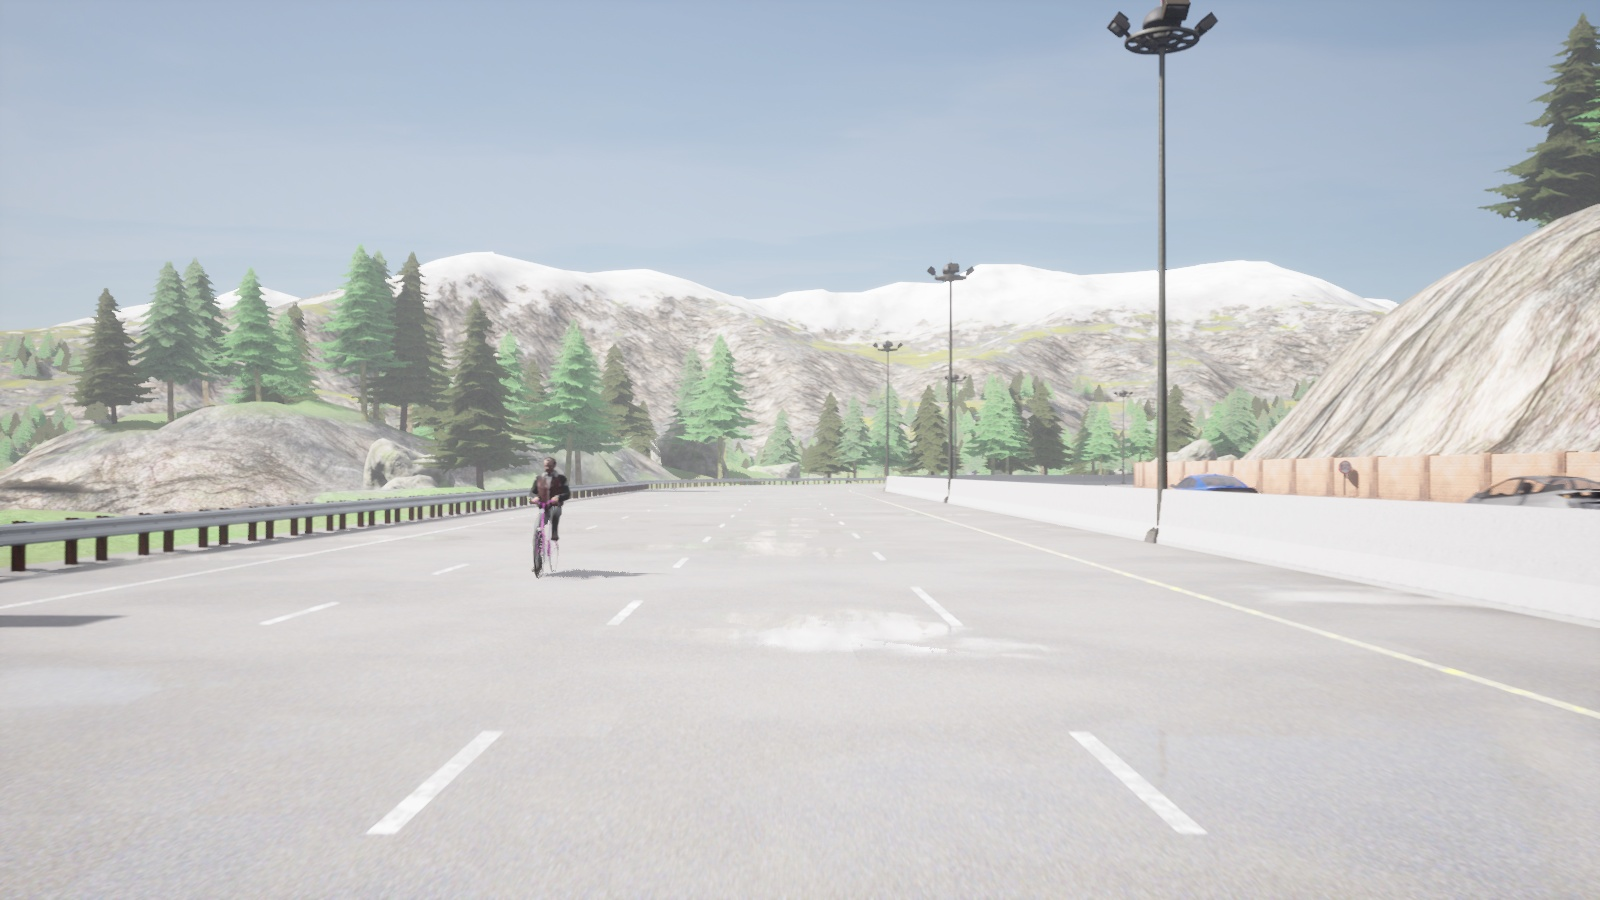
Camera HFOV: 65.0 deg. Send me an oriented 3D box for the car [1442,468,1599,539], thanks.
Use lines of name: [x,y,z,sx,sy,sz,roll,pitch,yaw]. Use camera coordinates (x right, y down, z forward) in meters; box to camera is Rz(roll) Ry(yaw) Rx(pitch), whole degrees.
car: [17.135,1.181,29.224,2.007,1.525,4.514,0,-1,-1]

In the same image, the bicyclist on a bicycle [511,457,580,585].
bicyclist on a bicycle: [-3.719,1.009,18.458,0.659,1.776,1.843,0,-1,-1]

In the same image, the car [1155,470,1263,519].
car: [13.464,1.435,41.657,1.882,1.535,5.008,0,-1,-1]
